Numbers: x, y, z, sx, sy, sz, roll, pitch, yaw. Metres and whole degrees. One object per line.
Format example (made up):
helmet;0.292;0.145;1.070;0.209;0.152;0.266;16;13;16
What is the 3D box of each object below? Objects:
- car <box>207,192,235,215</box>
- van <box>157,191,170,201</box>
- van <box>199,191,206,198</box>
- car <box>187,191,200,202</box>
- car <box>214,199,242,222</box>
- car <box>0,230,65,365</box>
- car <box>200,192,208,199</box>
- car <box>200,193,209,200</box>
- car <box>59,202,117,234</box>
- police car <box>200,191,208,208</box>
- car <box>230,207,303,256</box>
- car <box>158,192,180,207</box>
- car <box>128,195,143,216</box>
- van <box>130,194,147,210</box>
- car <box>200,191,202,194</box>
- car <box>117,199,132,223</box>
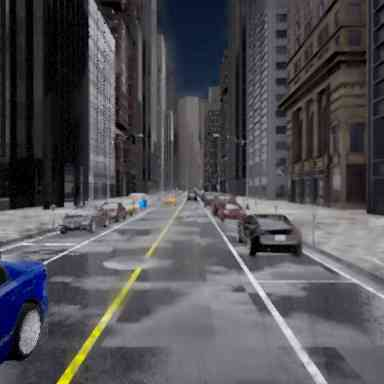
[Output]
car;2.789;1.082;29.338;2.192;1.841;5.009;0;0;0
van;-5.707;0.853;62.989;1.690;1.788;3.998;0;0;0
van;2.842;0.646;91.037;1.690;1.788;3.998;0;0;0
car;0.051;1.019;59.013;1.882;1.535;5.008;0;0;0
car;2.784;1.392;23.731;1.802;1.307;4.206;0;0;0
car;-3.097;1.452;3.013;1.882;1.535;5.008;0;0;0
car;2.832;0.827;79.819;1.967;1.590;4.097;0;0;0
car;2.827;0.973;74.211;1.887;1.381;4.507;0;0;0
car;-5.745;1.404;18.116;2.008;1.369;4.403;0;0;0
police car;2.402;1.101;41.228;1.930;1.638;5.238;0;0;0
car;2.775;1.464;12.513;1.947;1.339;4.313;0;0;0
car;-3.048;1.127;44.682;1.882;1.535;5.008;0;1;0
car;-5.736;1.293;29.164;1.752;1.417;4.829;0;0;0
van;-5.731;1.065;34.942;1.690;1.788;3.998;0;0;0
car;2.818;0.827;62.992;2.192;1.841;5.009;0;0;0
car;-5.741;1.391;23.726;1.802;1.307;4.206;0;0;0
